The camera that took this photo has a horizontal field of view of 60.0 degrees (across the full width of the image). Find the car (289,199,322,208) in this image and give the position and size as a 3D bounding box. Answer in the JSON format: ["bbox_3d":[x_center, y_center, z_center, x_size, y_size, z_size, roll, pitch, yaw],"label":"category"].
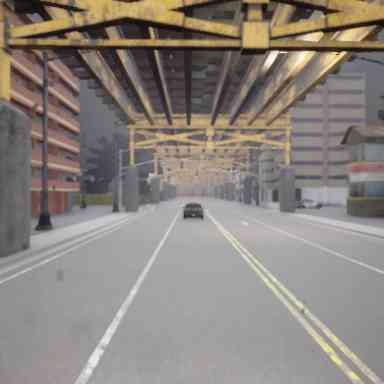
[{"bbox_3d":[16.842,1.659,49.385,4.536,1.218,1.853,0,0,-20],"label":"car"}]

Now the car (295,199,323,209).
[{"bbox_3d":[16.793,1.816,49.366,4.974,1.542,2.038,0,0,-20],"label":"car"}]

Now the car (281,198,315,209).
[{"bbox_3d":[17.088,1.832,53.527,4.974,1.542,2.038,0,0,25],"label":"car"}]

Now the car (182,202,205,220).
[{"bbox_3d":[0.133,1.709,30.644,1.882,1.535,5.008,0,0,0],"label":"car"}]

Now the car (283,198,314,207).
[{"bbox_3d":[17.136,1.675,53.506,4.536,1.218,1.853,0,0,25],"label":"car"}]
